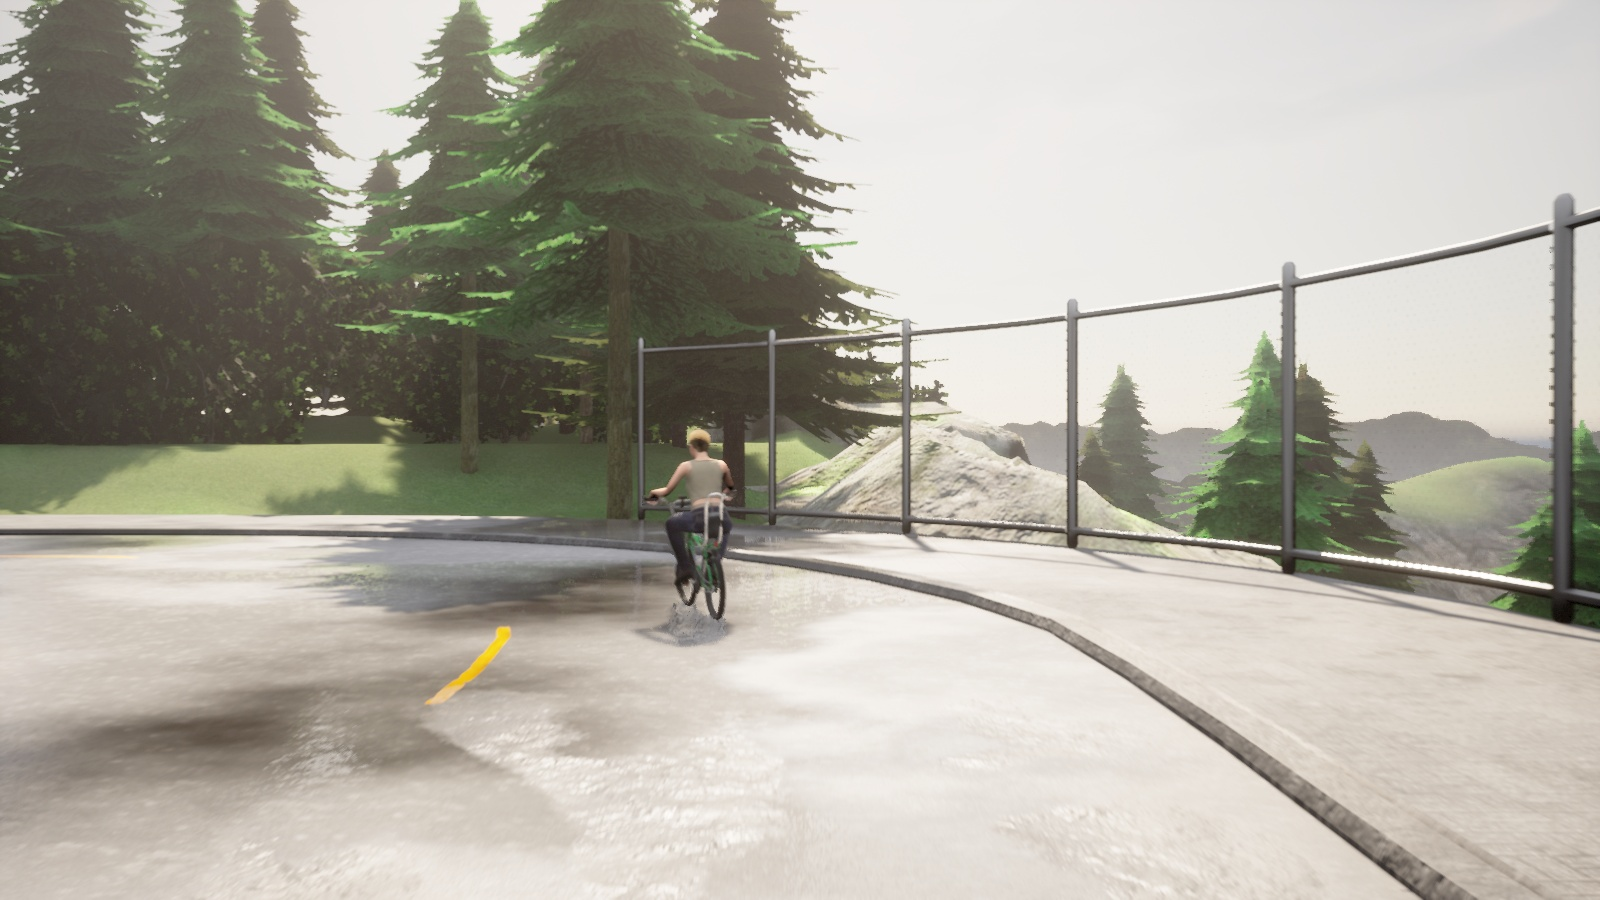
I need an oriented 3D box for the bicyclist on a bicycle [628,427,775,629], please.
[{"bbox_3d":[-0.895,0.622,10.976,0.866,1.612,1.509,-2,1,-20],"label":"bicyclist on a bicycle"}]
